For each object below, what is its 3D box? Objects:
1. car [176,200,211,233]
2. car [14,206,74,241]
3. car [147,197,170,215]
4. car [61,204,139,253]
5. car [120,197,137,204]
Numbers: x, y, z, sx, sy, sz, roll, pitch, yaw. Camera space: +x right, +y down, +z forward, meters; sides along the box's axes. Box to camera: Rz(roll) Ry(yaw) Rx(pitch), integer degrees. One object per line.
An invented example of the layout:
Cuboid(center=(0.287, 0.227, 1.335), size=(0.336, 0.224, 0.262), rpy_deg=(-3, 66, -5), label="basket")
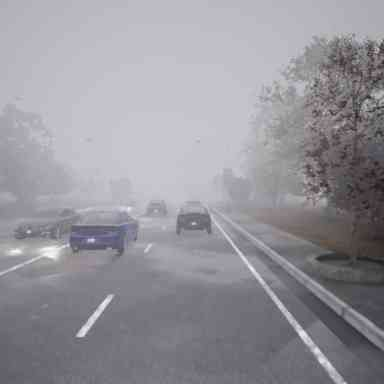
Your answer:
Cuboid(center=(0.101, 1.477, 19.678), size=(1.882, 1.535, 5.008), rpy_deg=(0, 0, 0), label="car")
Cuboid(center=(-7.097, 1.504, 16.883), size=(1.837, 1.490, 4.892), rpy_deg=(0, 0, 0), label="car")
Cuboid(center=(-3.380, 1.503, 33.509), size=(1.837, 1.490, 4.892), rpy_deg=(0, 0, 0), label="car")
Cuboid(center=(-3.411, 1.477, 13.721), size=(1.882, 1.535, 5.008), rpy_deg=(0, 0, 0), label="car")
Cuboid(center=(-10.097, 1.487, 52.940), size=(2.128, 1.511, 4.902), rpy_deg=(0, 0, 3), label="car")
